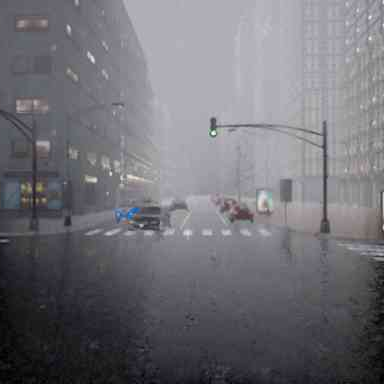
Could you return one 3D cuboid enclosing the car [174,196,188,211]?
[{"bbox_3d":[-1.503,1.596,40.861,1.994,1.385,4.181,0,0,2],"label":"car"}]

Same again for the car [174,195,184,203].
[{"bbox_3d":[-2.994,1.520,75.238,1.967,1.590,4.097,0,0,2],"label":"car"}]

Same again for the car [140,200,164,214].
[{"bbox_3d":[-4.337,1.579,36.569,1.887,1.381,4.507,0,0,2],"label":"car"}]

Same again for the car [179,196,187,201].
[{"bbox_3d":[-2.420,1.672,91.811,1.947,1.339,4.313,0,0,2],"label":"car"}]

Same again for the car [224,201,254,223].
[{"bbox_3d":[3.655,1.592,25.227,1.802,1.307,4.206,0,0,2],"label":"car"}]

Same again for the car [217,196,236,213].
[{"bbox_3d":[4.039,1.459,36.277,1.967,1.590,4.097,0,0,2],"label":"car"}]

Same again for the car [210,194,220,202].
[{"bbox_3d":[5.573,1.388,80.471,2.192,1.841,5.009,0,0,2],"label":"car"}]

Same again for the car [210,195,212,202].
[{"bbox_3d":[4.997,1.600,63.898,2.008,1.369,4.403,0,0,2],"label":"car"}]

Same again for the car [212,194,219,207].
[{"bbox_3d":[4.614,1.475,52.849,1.967,1.590,4.097,0,0,2],"label":"car"}]

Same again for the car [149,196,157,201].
[{"bbox_3d":[-4.528,1.345,31.044,2.192,1.841,5.009,0,0,2],"label":"car"}]

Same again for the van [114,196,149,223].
[{"bbox_3d":[-4.720,1.367,25.520,1.690,1.788,3.998,0,0,2],"label":"van"}]

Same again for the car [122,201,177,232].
[{"bbox_3d":[-2.416,1.562,20.435,1.837,1.490,4.892,1,1,8],"label":"car"}]

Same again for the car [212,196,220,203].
[{"bbox_3d":[5.380,1.647,74.946,1.802,1.307,4.206,0,0,2],"label":"car"}]
